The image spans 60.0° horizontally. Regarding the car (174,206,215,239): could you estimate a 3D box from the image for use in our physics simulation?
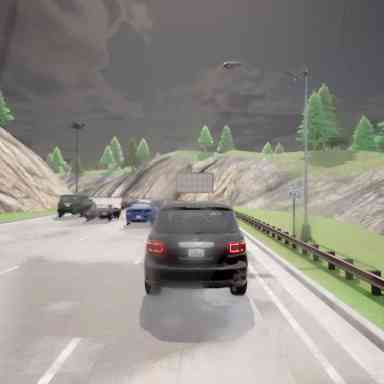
[{"bbox_3d":[0.112,1.558,18.069,1.994,1.385,4.181,0,0,0],"label":"car"}]

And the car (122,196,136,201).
[{"bbox_3d":[-8.023,1.353,42.966,2.097,1.767,4.553,0,0,-7],"label":"car"}]

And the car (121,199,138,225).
[{"bbox_3d":[-3.432,1.478,23.825,1.882,1.535,5.008,0,0,0],"label":"car"}]

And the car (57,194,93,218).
[{"bbox_3d":[-10.549,1.224,30.652,2.150,2.045,5.566,0,0,-2],"label":"car"}]

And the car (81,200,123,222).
[{"bbox_3d":[-6.950,1.601,26.457,1.895,1.301,4.718,0,0,-1],"label":"car"}]

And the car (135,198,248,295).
[{"bbox_3d":[0.089,1.221,8.846,2.150,2.045,5.566,0,0,0],"label":"car"}]

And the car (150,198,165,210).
[{"bbox_3d":[-4.535,1.502,43.461,1.837,1.490,4.892,0,-1,-7],"label":"car"}]

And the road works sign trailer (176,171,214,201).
[{"bbox_3d":[0.190,0.464,21.565,2.380,3.560,2.880,0,0,0],"label":"road works sign trailer"}]
